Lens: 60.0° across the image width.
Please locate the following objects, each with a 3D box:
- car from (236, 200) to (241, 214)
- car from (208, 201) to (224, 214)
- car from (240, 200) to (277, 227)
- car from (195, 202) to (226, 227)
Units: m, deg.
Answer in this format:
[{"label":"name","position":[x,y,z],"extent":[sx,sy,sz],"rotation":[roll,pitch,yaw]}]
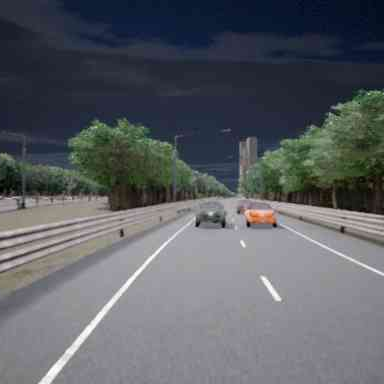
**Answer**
[{"label":"car","position":[6.433,1.698,40.209],"extent":[2.097,1.767,4.553],"rotation":[0,-1,6]},{"label":"car","position":[3.051,1.899,41.537],"extent":[1.994,1.385,4.181],"rotation":[0,0,6]},{"label":"car","position":[4.964,1.566,24.768],"extent":[2.097,1.767,4.553],"rotation":[0,0,6]},{"label":"car","position":[1.450,1.542,24.736],"extent":[2.097,1.767,4.553],"rotation":[0,-1,6]}]
